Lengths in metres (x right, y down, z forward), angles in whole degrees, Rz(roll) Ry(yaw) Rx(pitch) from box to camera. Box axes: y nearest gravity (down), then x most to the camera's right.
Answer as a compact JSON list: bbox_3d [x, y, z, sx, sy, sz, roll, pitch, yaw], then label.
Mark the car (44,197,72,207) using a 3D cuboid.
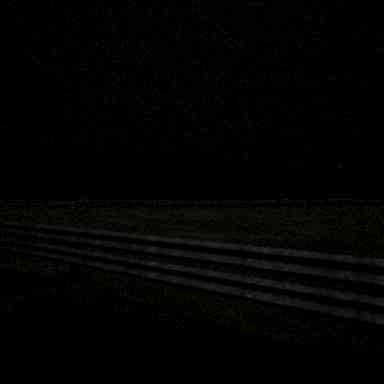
[{"bbox_3d":[-22.742,1.670,56.711,4.553,1.767,2.097,0,0,4],"label":"car"}]
